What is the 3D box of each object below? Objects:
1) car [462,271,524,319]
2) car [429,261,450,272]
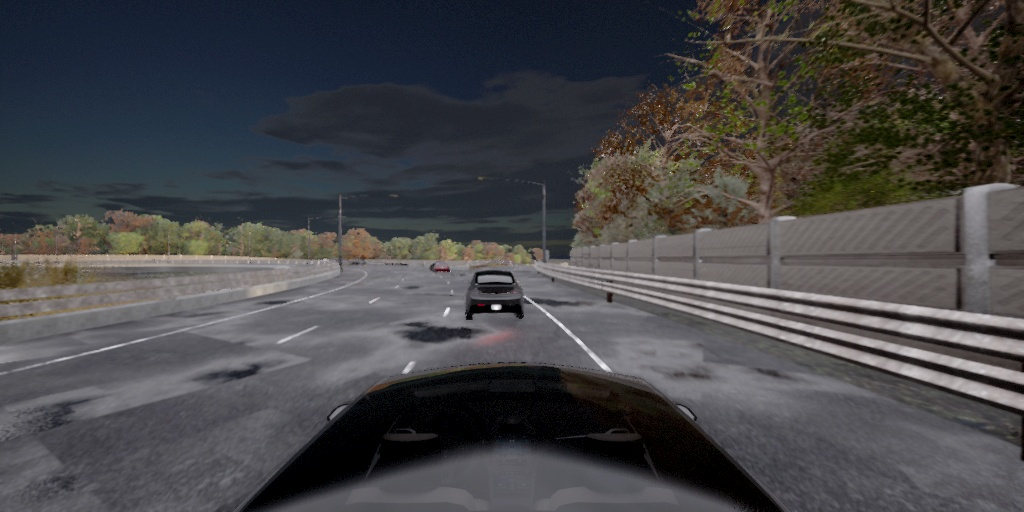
[{"bbox_3d":[-0.705,1.265,12.985,1.837,1.490,4.892,0,0,-6],"label":"car"},{"bbox_3d":[-9.419,1.387,46.267,1.994,1.385,4.181,0,0,-23],"label":"car"}]
